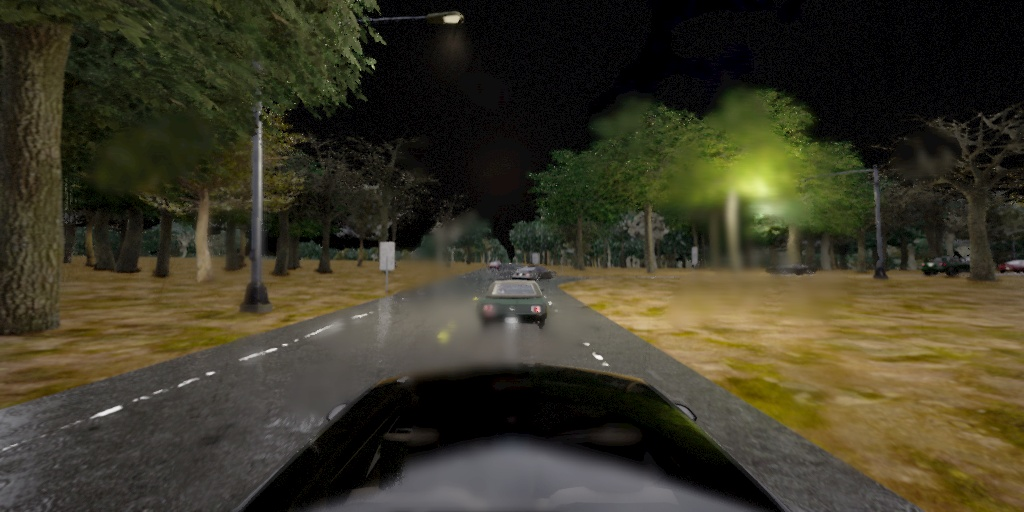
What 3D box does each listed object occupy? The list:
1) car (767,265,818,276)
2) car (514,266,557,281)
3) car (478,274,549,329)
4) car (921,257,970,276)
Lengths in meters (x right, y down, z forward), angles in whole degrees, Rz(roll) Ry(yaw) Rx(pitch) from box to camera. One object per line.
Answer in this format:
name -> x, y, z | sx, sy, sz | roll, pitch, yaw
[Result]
car -> 31.864, 1.669, 40.805 | 4.718, 1.301, 1.895 | 0, -3, -3
car -> 2.068, 1.566, 31.661 | 2.033, 1.411, 5.357 | 0, 1, 32
car -> 0.087, 1.448, 11.623 | 1.895, 1.301, 4.718 | 0, -1, 1
car -> 47.979, 1.112, 39.238 | 5.566, 2.045, 2.150 | 0, -3, -9
